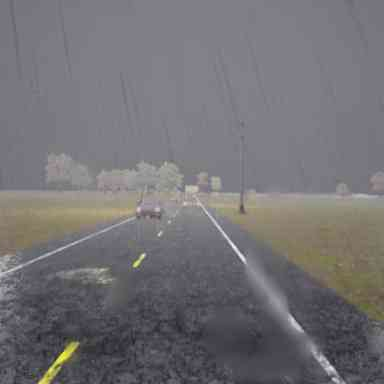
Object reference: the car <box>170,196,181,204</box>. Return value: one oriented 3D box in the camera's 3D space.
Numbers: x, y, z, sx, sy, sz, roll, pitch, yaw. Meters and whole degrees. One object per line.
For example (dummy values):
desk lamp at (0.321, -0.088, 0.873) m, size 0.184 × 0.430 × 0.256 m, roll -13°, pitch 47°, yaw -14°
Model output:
car at (-3.488, 1.535, 70.334) m, size 2.097 × 1.767 × 4.553 m, roll 0°, pitch 0°, yaw 0°

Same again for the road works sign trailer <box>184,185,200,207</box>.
road works sign trailer at (0.009, 0.613, 53.747) m, size 2.380 × 3.560 × 2.880 m, roll 0°, pitch 0°, yaw 0°

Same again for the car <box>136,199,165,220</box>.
car at (-3.591, 1.432, 29.176) m, size 2.097 × 1.767 × 4.553 m, roll 0°, pitch 0°, yaw 0°
